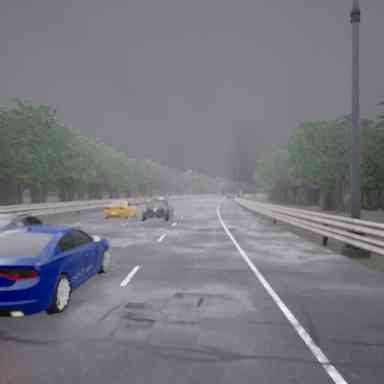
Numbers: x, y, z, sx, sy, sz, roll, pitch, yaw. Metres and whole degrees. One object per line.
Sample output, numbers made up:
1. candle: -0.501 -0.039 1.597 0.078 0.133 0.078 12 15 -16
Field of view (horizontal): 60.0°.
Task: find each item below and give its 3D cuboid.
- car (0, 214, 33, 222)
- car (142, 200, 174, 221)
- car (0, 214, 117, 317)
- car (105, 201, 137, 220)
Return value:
1. car: -6.732 1.554 12.678 1.812 1.442 4.674 0 0 1
2. car: -2.724 1.414 27.591 2.097 1.767 4.553 0 0 3
3. car: -3.320 1.498 7.650 1.882 1.535 5.008 0 0 1
4. car: -6.151 1.540 29.308 1.882 1.535 5.008 0 0 3
